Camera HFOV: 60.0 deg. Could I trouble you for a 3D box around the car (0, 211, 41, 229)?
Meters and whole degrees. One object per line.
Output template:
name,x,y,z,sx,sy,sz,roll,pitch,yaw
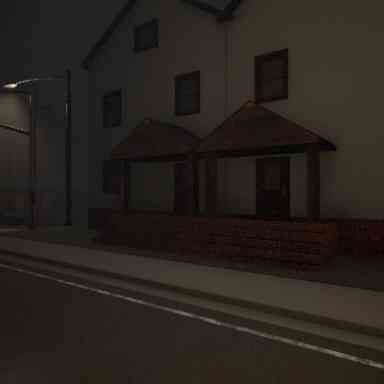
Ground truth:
car,-15.809,2.442,29.328,2.128,1.511,4.902,0,-9,36
